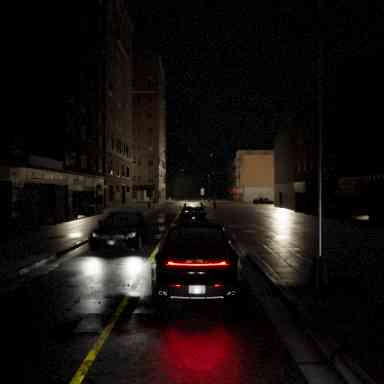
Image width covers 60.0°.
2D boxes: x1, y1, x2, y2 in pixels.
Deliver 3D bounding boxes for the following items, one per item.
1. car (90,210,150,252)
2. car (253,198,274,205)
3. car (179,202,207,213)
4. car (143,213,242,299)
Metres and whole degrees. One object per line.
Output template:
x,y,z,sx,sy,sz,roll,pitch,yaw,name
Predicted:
-2.848,1.526,14.085,1.812,1.442,4.674,0,0,0,car
13.224,1.694,60.627,4.313,1.339,1.947,0,-1,0,car
0.101,1.492,24.184,2.128,1.511,4.902,0,0,0,car
0.102,1.505,8.404,1.837,1.490,4.892,0,0,0,car
